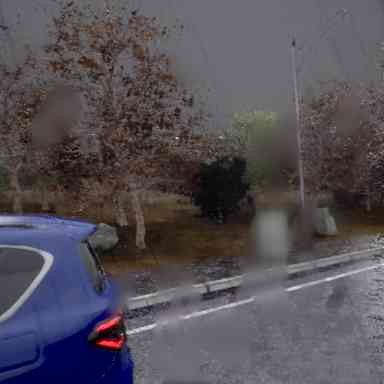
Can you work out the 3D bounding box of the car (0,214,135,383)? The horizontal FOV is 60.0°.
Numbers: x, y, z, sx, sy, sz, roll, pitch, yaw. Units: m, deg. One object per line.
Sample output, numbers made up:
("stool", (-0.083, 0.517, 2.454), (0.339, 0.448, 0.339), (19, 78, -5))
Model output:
("car", (-3.073, 1.225, 1.816), (5.566, 2.045, 2.150), (0, 0, -35))
